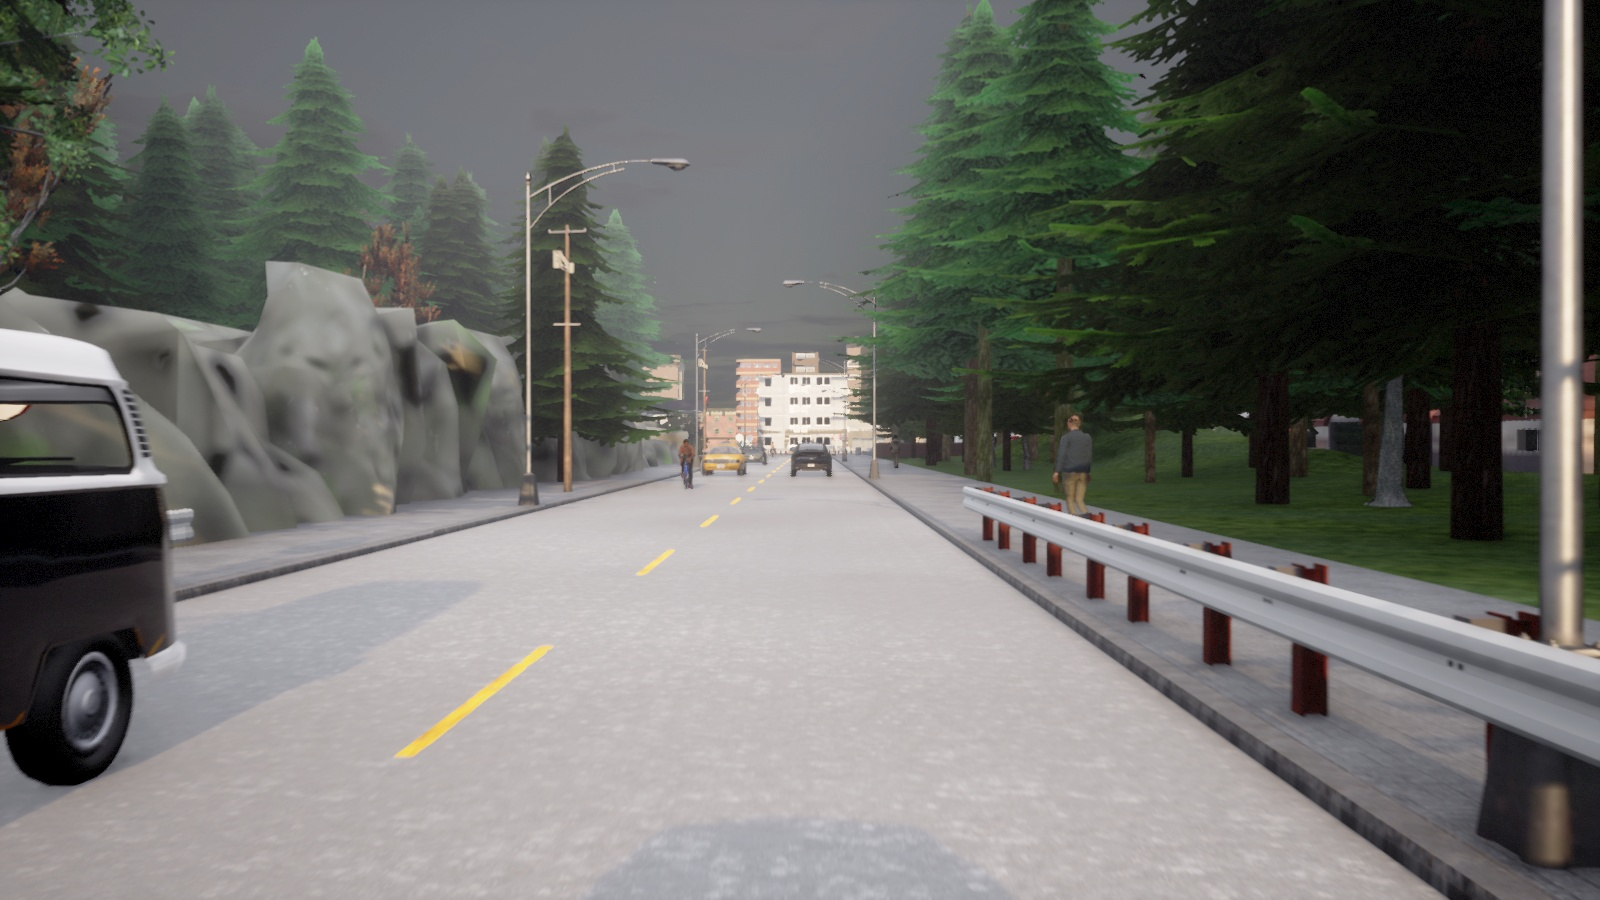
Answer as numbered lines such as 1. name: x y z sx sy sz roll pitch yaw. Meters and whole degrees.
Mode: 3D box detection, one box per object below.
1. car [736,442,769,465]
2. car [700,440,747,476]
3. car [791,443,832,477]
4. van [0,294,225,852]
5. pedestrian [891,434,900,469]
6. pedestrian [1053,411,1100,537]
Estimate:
1. car: -3.211 0.211 85.371 2.007 1.525 4.514 0 0 1
2. car: -3.476 0.358 58.073 1.801 1.575 5.366 0 0 1
3. car: 0.526 0.423 58.290 1.837 1.490 4.892 0 0 1
4. van: -3.963 0.448 4.124 2.069 2.038 4.480 0 0 0
5. pedestrian: 5.187 0.078 67.995 0.396 1.930 0.692 0 0 -2
6. pedestrian: 4.129 0.354 18.776 0.402 1.842 0.726 0 0 -15
